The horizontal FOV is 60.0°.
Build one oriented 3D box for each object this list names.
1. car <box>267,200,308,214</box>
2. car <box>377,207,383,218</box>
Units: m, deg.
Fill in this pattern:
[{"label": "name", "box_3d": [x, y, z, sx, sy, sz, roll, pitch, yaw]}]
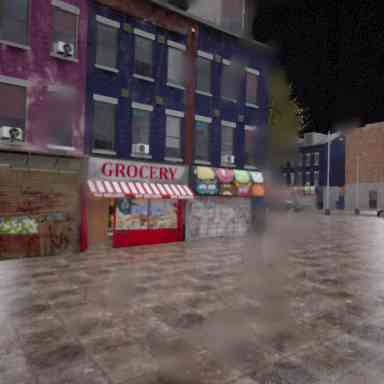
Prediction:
[{"label": "car", "box_3d": [10.240, 1.585, 36.198, 1.882, 1.535, 5.008, 2, -2, -35]}, {"label": "car", "box_3d": [17.094, 1.580, 26.424, 1.994, 1.385, 4.181, 2, -2, -35]}]
